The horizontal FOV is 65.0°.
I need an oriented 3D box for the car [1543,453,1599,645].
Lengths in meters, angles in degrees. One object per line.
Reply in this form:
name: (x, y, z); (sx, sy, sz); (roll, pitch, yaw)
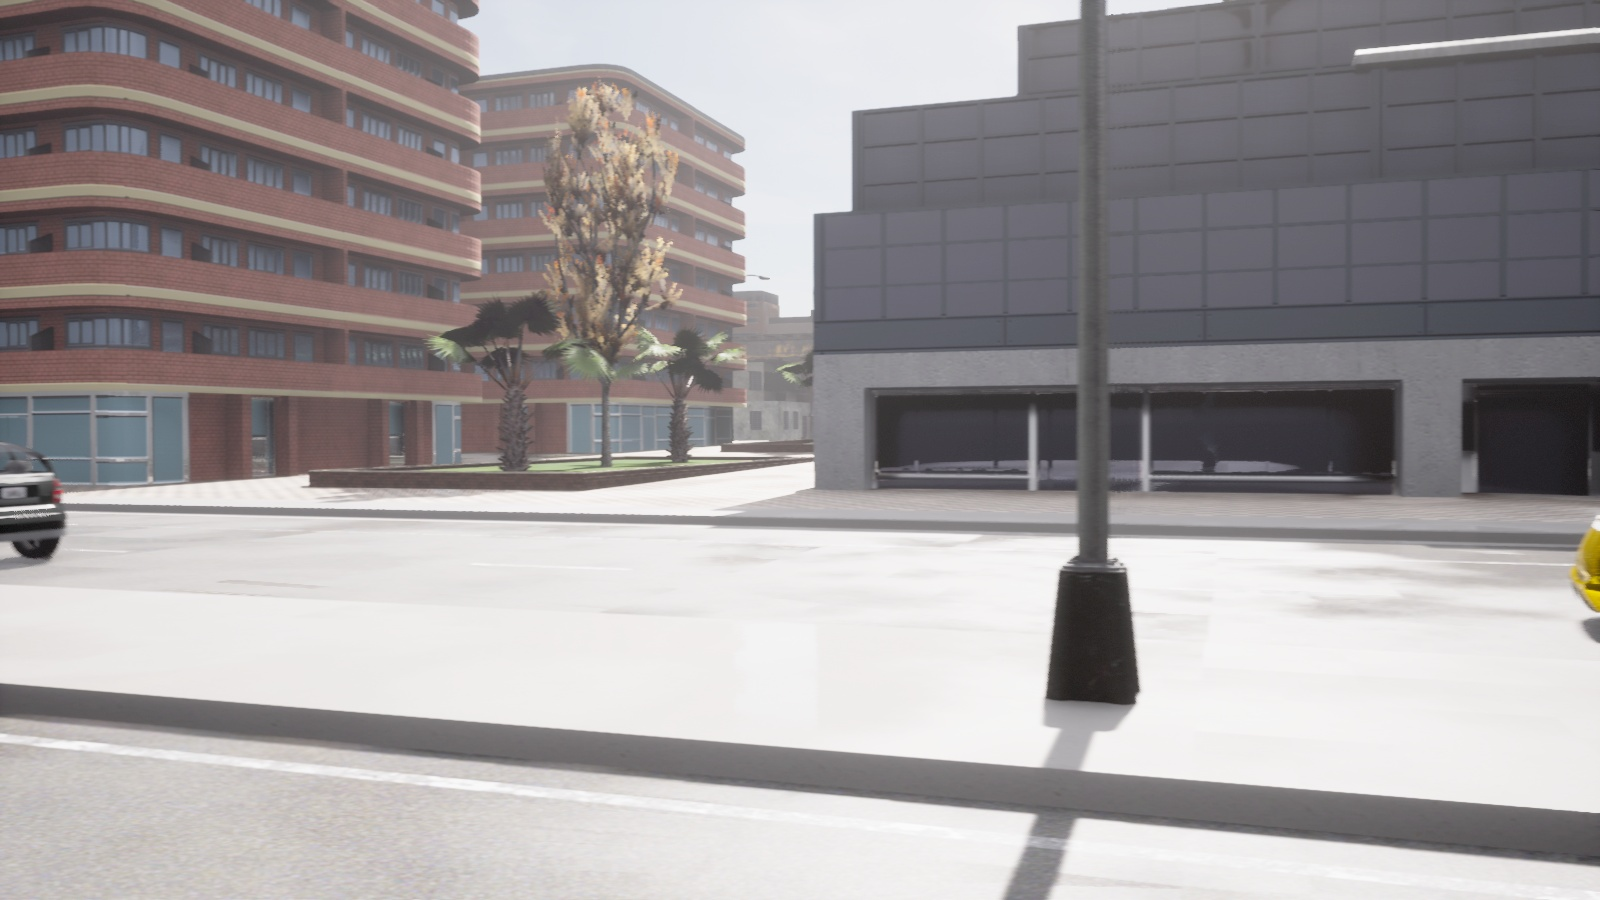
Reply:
car: (6.987, 0.754, 9.572); (2.207, 1.376, 1.481); (1, 2, 29)

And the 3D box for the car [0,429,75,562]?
car: (-11.055, 0.518, 15.351); (3.705, 1.549, 1.789); (1, 1, 19)
